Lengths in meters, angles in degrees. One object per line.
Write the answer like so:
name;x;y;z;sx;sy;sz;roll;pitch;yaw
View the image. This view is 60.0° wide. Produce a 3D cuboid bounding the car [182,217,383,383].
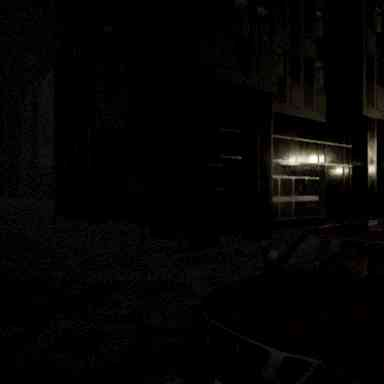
car;2.316;1.309;4.161;5.009;1.841;2.192;0;0;-35
